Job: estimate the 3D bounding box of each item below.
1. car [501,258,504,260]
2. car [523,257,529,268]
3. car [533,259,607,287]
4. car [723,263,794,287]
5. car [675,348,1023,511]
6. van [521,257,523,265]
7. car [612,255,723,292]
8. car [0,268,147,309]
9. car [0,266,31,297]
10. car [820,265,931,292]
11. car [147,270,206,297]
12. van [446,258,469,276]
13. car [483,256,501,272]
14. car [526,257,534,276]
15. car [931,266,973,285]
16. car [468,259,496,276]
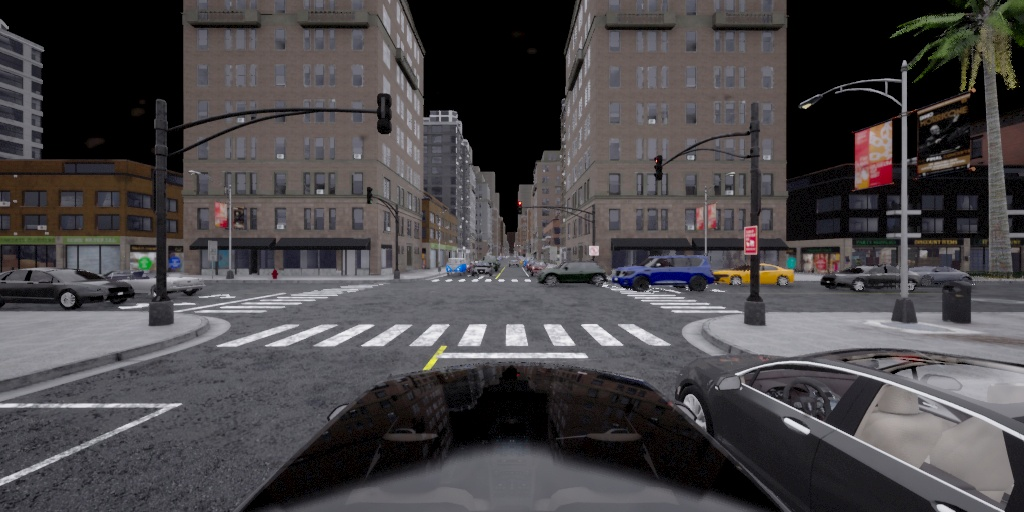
[{"bbox_3d":[-2.860,1.354,59.416,1.895,1.301,4.718,0,0,1],"label":"car"},{"bbox_3d":[2.847,1.193,48.322,1.967,1.591,4.097,0,0,0],"label":"car"},{"bbox_3d":[3.971,1.102,24.263,4.553,1.767,2.097,0,0,0],"label":"car"},{"bbox_3d":[16.251,1.246,24.332,5.008,1.535,1.882,0,0,0],"label":"car"},{"bbox_3d":[2.668,1.300,2.334,2.007,1.370,4.403,0,0,0],"label":"car"},{"bbox_3d":[2.893,1.094,59.661,1.690,1.789,3.998,0,0,0],"label":"van"},{"bbox_3d":[8.750,0.983,20.841,5.566,2.045,2.150,0,0,-5],"label":"car"},{"bbox_3d":[-17.945,1.232,14.189,4.892,1.490,1.837,0,0,0],"label":"car"},{"bbox_3d":[-26.893,1.235,17.389,4.674,1.442,1.812,0,0,0],"label":"car"},{"bbox_3d":[21.024,1.287,21.111,4.892,1.490,1.837,0,0,0],"label":"car"},{"bbox_3d":[-17.906,1.324,17.438,4.718,1.301,1.895,0,0,0],"label":"car"},{"bbox_3d":[-5.725,1.093,37.017,1.690,1.789,3.998,0,0,0],"label":"van"},{"bbox_3d":[-2.925,0.975,47.163,2.150,2.045,5.566,0,0,0],"label":"car"},{"bbox_3d":[2.800,1.192,36.984,1.967,1.591,4.097,0,0,0],"label":"car"},{"bbox_3d":[28.313,1.354,24.399,4.181,1.385,1.994,0,0,0],"label":"car"},{"bbox_3d":[-2.970,1.316,36.657,1.994,1.385,4.181,0,0,0],"label":"car"}]
